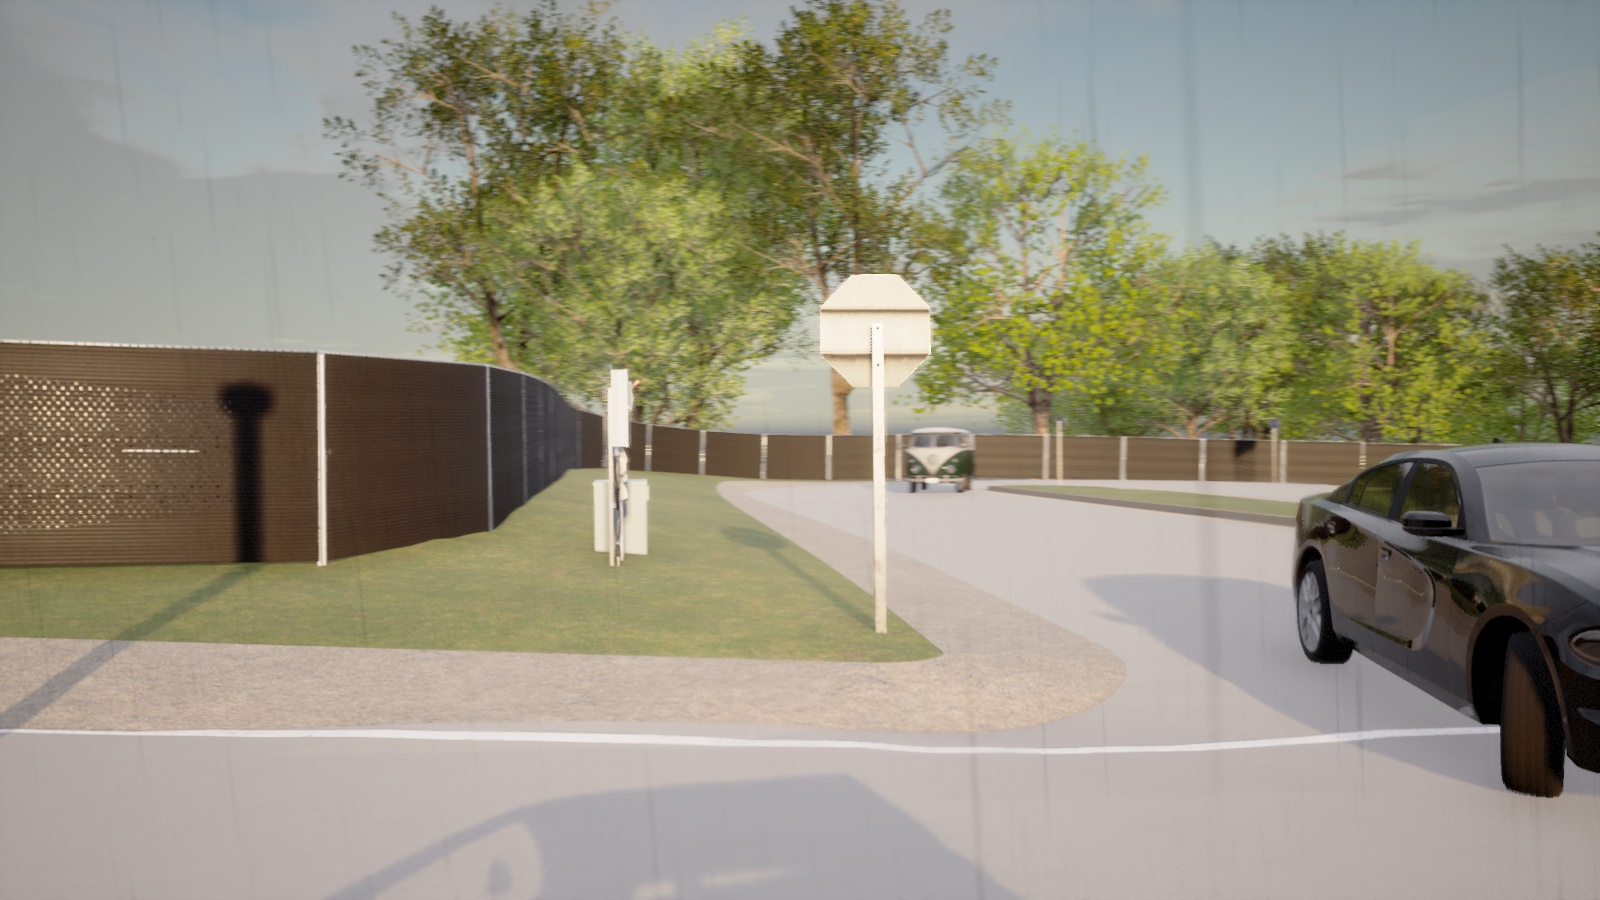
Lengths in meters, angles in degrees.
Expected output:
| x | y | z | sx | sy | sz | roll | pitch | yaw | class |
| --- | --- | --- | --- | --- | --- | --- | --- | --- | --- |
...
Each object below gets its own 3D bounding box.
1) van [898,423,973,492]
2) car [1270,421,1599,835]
| x | y | z | sx | sy | sz | roll | pitch | yaw | class |
| --- | --- | --- | --- | --- | --- | --- | --- | --- | --- |
| 4.273 | 0.211 | 39.012 | 1.775 | 1.987 | 4.442 | -2 | 0 | 12 | van |
| 4.223 | 0.613 | 6.994 | 1.882 | 1.535 | 5.008 | 0 | 1 | 7 | car |
